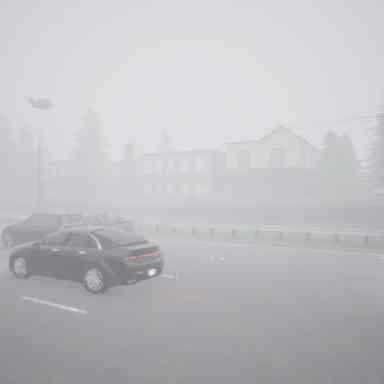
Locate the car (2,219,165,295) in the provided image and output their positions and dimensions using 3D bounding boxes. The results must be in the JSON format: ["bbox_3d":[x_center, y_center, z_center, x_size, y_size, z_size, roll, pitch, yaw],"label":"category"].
[{"bbox_3d":[-3.075,1.728,9.341,4.892,1.490,1.837,0,-2,30],"label":"car"}]

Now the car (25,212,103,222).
[{"bbox_3d":[-6.706,1.708,15.447,4.553,1.767,2.097,-1,-2,30],"label":"car"}]

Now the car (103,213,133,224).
[{"bbox_3d":[-5.503,1.935,18.787,4.902,1.511,2.128,-1,-2,30],"label":"car"}]
